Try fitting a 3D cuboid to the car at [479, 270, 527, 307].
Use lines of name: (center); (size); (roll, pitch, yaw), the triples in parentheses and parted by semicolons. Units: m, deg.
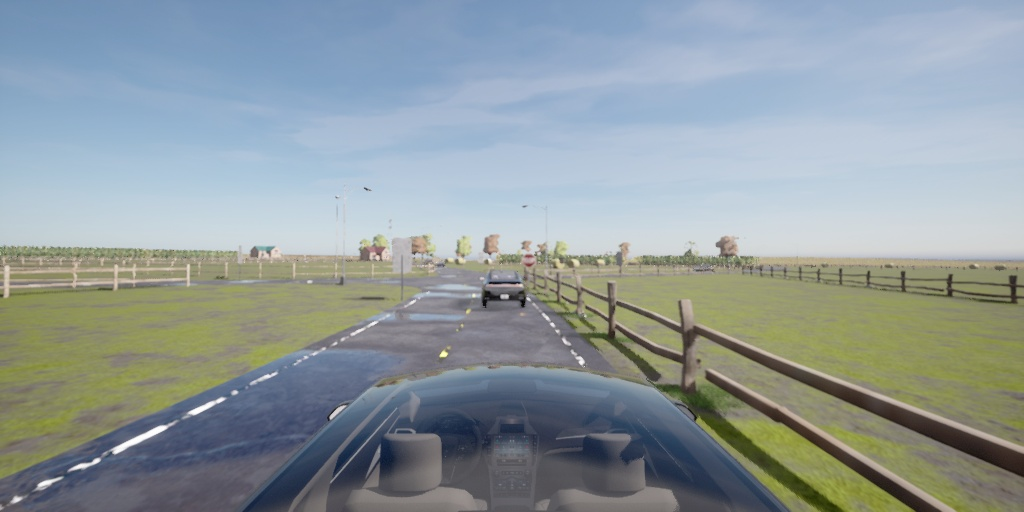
car: (-0.436, 1.380, 16.270); (2.128, 1.511, 4.902); (0, 0, -4)
